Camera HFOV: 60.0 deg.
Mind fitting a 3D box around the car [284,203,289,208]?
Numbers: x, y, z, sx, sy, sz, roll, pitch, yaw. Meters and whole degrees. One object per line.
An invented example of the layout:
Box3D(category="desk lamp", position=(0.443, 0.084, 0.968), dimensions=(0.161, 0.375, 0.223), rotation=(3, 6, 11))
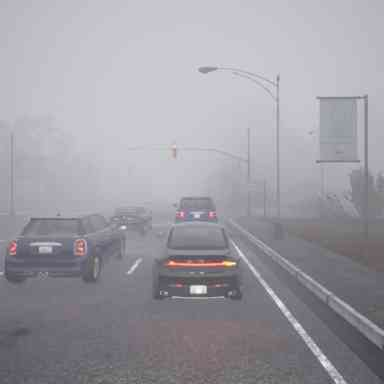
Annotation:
Box3D(category="car", position=(14.545, 1.546, 42.150), dimensions=(5.357, 1.411, 2.033), rotation=(0, 0, 3))

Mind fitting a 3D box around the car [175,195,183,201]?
Box3D(category="car", position=(-3.312, 1.468, 85.958), dimensions=(1.882, 1.535, 5.008), rotation=(0, 0, 0))

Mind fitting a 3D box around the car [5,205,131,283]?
Box3D(category="car", position=(-3.379, 1.352, 9.814), dimensions=(2.097, 1.767, 4.553), rotation=(0, 0, 0))

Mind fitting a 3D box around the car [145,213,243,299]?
Box3D(category="car", position=(0.118, 1.505, 8.400), dimensions=(1.837, 1.490, 4.892), rotation=(0, 0, 0))

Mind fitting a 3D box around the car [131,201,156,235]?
Box3D(category="car", position=(-3.360, 1.504, 18.774), dimensions=(1.837, 1.490, 4.892), rotation=(0, 0, 0))

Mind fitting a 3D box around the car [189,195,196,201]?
Box3D(category="car", position=(0.187, 1.468, 85.950), dimensions=(1.882, 1.535, 5.008), rotation=(0, 0, 0))

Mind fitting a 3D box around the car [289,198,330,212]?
Box3D(category="car", position=(14.329, 1.502, 38.656), dimensions=(4.892, 1.490, 1.837), rotation=(-1, 0, 3))

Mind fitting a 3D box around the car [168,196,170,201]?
Box3D(category="car", position=(-6.814, 1.468, 85.241), dimensions=(1.882, 1.535, 5.008), rotation=(0, 0, 0))

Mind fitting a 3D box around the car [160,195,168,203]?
Box3D(category="car", position=(-6.844, 1.537, 71.715), dimensions=(2.033, 1.411, 5.357), rotation=(0, 0, 0))

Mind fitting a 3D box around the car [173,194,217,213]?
Box3D(category="car", position=(0.163, 1.221, 18.248), dimensions=(2.150, 2.045, 5.566), rotation=(0, 0, -2))

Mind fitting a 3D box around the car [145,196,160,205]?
Box3D(category="car", position=(-6.960, 1.524, 56.494), dimensions=(1.812, 1.442, 4.674), rotation=(0, 0, 0))
